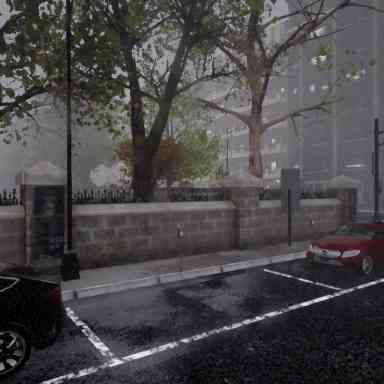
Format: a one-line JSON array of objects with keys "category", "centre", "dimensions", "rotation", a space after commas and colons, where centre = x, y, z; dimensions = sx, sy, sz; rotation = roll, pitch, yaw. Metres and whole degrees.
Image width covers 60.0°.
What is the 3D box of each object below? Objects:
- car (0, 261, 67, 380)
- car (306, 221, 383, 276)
[{"category": "car", "centre": [-3.757, 1.566, 3.912], "dimensions": [4.313, 1.339, 1.947], "rotation": [0, 0, -35]}, {"category": "car", "centre": [5.319, 1.581, 10.251], "dimensions": [4.206, 1.307, 1.802], "rotation": [0, 0, -35]}]
